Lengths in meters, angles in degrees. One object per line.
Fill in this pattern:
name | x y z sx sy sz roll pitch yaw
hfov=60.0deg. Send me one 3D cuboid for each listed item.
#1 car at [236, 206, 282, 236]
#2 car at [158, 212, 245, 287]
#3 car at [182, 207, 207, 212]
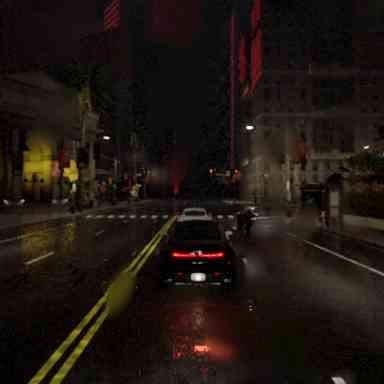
car | 3.639 1.539 18.632 2.128 1.511 4.902 0 0 0
car | 0.128 1.529 9.355 1.837 1.490 4.892 0 0 0
car | 0.134 1.571 18.455 1.812 1.442 4.674 0 0 0
